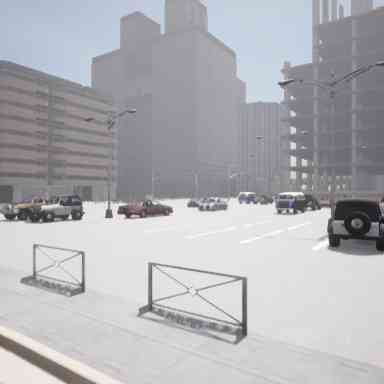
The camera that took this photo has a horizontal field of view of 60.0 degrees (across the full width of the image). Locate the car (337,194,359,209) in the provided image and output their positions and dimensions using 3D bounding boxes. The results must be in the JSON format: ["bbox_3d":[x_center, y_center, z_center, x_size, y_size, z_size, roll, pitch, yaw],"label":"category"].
[{"bbox_3d":[20.258,1.151,43.167,1.932,1.855,4.605,0,0,34],"label":"car"}]

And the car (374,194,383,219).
[{"bbox_3d":[16.429,1.151,27.578,1.932,1.855,4.605,0,0,34],"label":"car"}]

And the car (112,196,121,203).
[{"bbox_3d":[-13.909,1.560,66.927,1.837,1.490,4.892,0,0,34],"label":"car"}]

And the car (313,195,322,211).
[{"bbox_3d":[18.006,1.362,44.626,1.784,1.438,3.905,0,0,34],"label":"car"}]

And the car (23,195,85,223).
[{"bbox_3d":[-9.642,1.154,23.999,1.905,1.878,3.866,0,0,34],"label":"car"}]

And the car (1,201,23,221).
[{"bbox_3d":[-12.010,1.151,25.664,1.932,1.855,4.605,0,0,34],"label":"car"}]

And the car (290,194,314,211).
[{"bbox_3d":[15.608,1.393,46.247,1.970,1.475,3.806,0,0,34],"label":"car"}]

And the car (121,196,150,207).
[{"bbox_3d":[-11.001,1.560,64.978,1.837,1.490,4.892,0,0,34],"label":"car"}]

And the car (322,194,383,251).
[{"bbox_3d":[6.641,1.153,13.047,1.905,1.878,3.866,0,0,34],"label":"car"}]

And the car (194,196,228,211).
[{"bbox_3d":[2.376,1.393,36.960,1.970,1.475,3.806,0,0,34],"label":"car"}]
